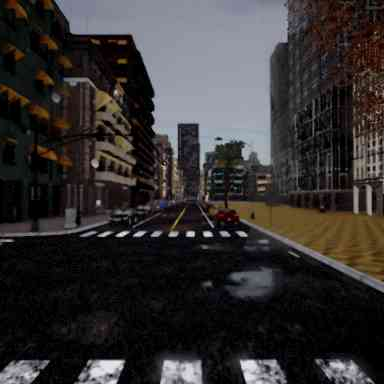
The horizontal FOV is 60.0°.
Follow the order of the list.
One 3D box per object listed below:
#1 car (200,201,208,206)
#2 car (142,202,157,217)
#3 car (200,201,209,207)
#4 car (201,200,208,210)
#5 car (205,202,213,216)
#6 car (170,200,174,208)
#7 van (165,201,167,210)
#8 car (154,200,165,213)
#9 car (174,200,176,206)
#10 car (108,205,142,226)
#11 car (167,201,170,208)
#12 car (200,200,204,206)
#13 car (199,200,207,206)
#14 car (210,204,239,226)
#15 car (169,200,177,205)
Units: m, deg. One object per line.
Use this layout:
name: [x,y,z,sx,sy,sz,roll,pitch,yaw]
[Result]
car: [2.957,2.833,82.351,2.008,1.369,4.403,0,-1,0]
car: [-5.563,2.138,38.122,2.008,1.369,4.403,0,-1,0]
car: [2.939,2.736,76.819,1.887,1.381,4.507,0,-1,0]
car: [2.870,2.418,54.690,1.802,1.307,4.206,0,-1,0]
car: [2.818,2.102,38.266,1.752,1.417,4.829,0,-1,0]
car: [-5.459,2.554,71.315,1.967,1.590,4.097,0,-1,0]
van: [-5.511,2.190,54.721,1.690,1.788,3.998,0,-1,0]
car: [-5.528,2.202,49.187,1.967,1.590,4.097,0,-1,0]
car: [-5.407,2.937,87.908,2.008,1.369,4.403,0,-1,0]
car: [-5.597,1.967,27.057,2.008,1.369,4.403,0,-1,0]
car: [-5.493,2.519,60.248,1.802,1.307,4.206,0,-1,0]
car: [2.905,2.540,65.925,1.752,1.417,4.829,0,-1,0]
car: [2.974,2.814,87.883,1.967,1.590,4.097,0,-1,0]
car: [2.783,1.948,27.031,1.887,1.381,4.507,0,-1,0]
car: [-5.389,3.029,93.440,2.008,1.369,4.403,0,-1,0]
